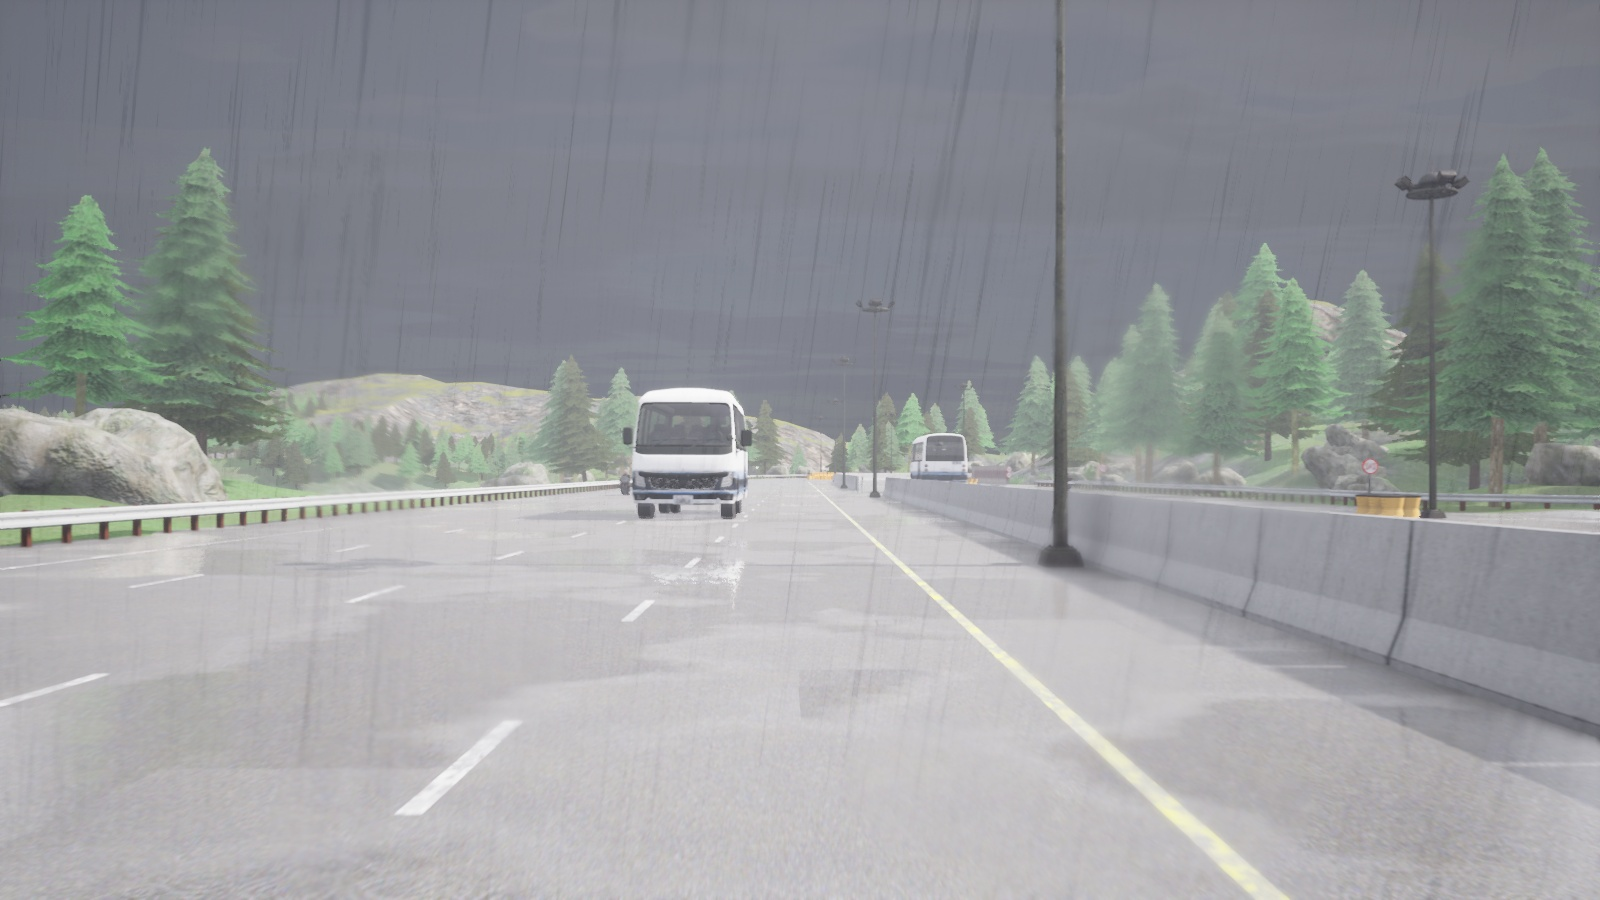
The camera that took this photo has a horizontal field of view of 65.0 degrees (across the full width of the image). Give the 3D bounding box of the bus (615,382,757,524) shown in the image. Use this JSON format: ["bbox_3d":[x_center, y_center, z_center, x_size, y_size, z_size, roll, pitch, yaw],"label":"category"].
[{"bbox_3d":[-3.606,0.172,42.995,3.944,4.253,10.273,0,-1,0],"label":"bus"}]

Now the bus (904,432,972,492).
[{"bbox_3d":[10.273,0.980,94.584,3.944,4.253,10.273,0,-1,0],"label":"bus"}]

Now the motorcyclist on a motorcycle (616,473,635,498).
[{"bbox_3d":[-10.681,2.182,77.016,0.866,1.530,2.191,0,-1,0],"label":"motorcyclist on a motorcycle"}]
